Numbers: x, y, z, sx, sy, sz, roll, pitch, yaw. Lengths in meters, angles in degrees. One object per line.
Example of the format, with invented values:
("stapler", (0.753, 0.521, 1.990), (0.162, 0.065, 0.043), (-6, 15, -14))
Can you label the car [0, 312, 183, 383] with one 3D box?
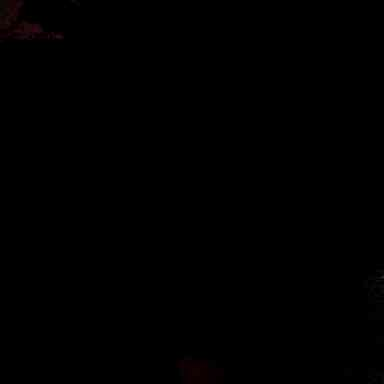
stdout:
("car", (-2.497, 1.550, 1.599), (5.357, 1.411, 2.033), (0, 0, -35))
